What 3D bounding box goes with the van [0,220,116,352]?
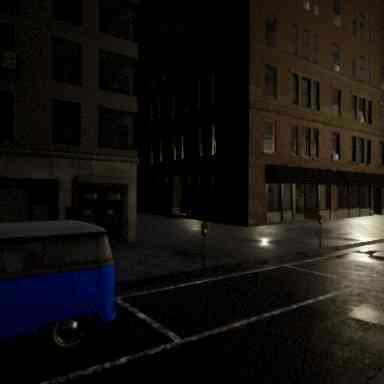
[{"bbox_3d":[-3.074,1.341,4.560,3.998,1.788,1.690,0,1,-36],"label":"van"}]
